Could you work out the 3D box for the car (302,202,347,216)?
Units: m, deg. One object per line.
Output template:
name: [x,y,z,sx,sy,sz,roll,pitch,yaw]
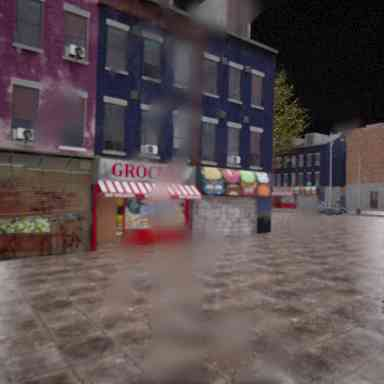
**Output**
car: [13.027,1.651,32.872,1.994,1.385,4.181,2,-2,-35]
